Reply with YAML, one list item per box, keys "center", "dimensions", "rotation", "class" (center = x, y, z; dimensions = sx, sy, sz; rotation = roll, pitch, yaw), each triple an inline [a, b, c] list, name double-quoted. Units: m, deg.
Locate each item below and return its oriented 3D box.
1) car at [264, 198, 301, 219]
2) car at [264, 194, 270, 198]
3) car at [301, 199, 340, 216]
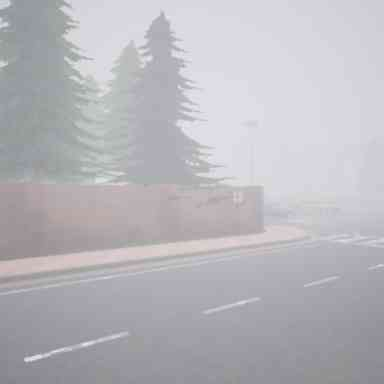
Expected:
- center: [6.491, 1.534, 29.169]
  dimensions: [2.033, 1.411, 5.357]
  rotation: [0, 0, -34]
  class: "car"
- center: [6.923, 1.206, 34.658]
  dimensions: [2.150, 2.045, 5.566]
  rotation: [0, 0, -35]
  class: "car"
- center: [12.233, 1.460, 33.207]
  dimensions: [1.882, 1.535, 5.008]
  rotation: [0, 0, -35]
  class: "car"
